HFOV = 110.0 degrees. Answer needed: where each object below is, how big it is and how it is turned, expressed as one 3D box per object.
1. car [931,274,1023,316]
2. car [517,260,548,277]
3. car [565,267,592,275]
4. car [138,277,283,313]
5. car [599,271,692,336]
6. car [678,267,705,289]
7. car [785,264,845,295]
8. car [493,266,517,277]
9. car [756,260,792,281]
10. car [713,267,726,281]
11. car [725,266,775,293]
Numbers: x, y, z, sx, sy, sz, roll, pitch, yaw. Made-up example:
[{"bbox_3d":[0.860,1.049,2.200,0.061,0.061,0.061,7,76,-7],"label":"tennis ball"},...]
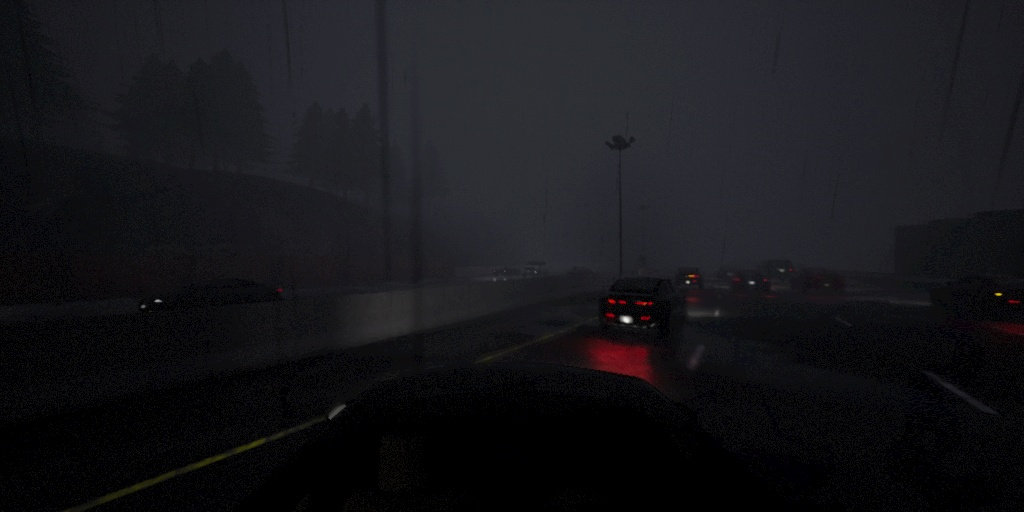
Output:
[{"bbox_3d":[17.746,1.386,13.230,1.812,1.442,4.674,-1,-1,30],"label":"car"},{"bbox_3d":[3.059,1.581,46.468,2.150,2.045,5.566,0,-1,23],"label":"car"},{"bbox_3d":[7.193,1.851,38.731,1.895,1.301,4.718,-1,-1,25],"label":"car"},{"bbox_3d":[-11.165,1.514,13.602,1.994,1.385,4.181,-1,-1,34],"label":"car"},{"bbox_3d":[4.181,1.375,11.091,1.837,1.490,4.892,-1,-1,33],"label":"car"},{"bbox_3d":[13.144,1.568,26.684,1.837,1.490,4.892,0,-1,27],"label":"car"},{"bbox_3d":[18.607,1.460,22.051,1.882,1.535,5.008,-1,-1,28],"label":"car"},{"bbox_3d":[-0.689,1.985,46.666,1.895,1.301,4.718,-1,-1,24],"label":"car"},{"bbox_3d":[23.616,1.336,32.341,2.150,2.045,5.566,-1,-1,25],"label":"car"},{"bbox_3d":[21.038,1.724,35.169,1.994,1.385,4.181,-1,-1,24],"label":"car"},{"bbox_3d":[15.183,1.570,23.058,1.994,1.385,4.181,-1,-1,28],"label":"car"}]
